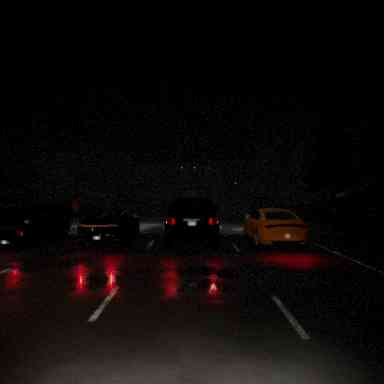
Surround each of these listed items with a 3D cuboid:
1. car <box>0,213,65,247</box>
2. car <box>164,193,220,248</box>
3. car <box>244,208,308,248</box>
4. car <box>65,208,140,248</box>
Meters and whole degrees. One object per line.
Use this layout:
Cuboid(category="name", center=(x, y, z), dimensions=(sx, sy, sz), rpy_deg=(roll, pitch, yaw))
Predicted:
Cuboid(category="car", center=(-7.000, 1.570, 14.677), dimensions=(1.895, 1.301, 4.718), rpy_deg=(0, 0, 0))
Cuboid(category="car", center=(0.000, 1.211, 14.674), dimensions=(2.150, 2.045, 5.566), rpy_deg=(0, 0, 0))
Cuboid(category="car", center=(3.500, 1.440, 14.646), dimensions=(1.882, 1.535, 5.008), rpy_deg=(0, 0, 0))
Cuboid(category="car", center=(-3.500, 1.450, 14.646), dimensions=(2.128, 1.511, 4.902), rpy_deg=(0, 0, 0))
